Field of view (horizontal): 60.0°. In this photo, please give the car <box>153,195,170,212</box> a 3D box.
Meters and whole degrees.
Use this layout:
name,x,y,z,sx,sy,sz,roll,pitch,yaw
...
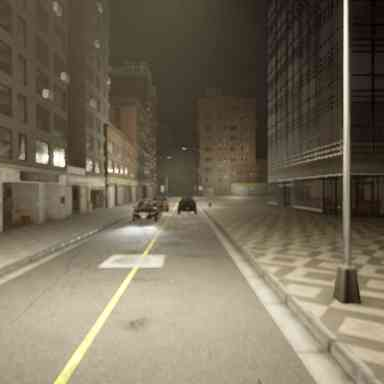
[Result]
name,x,y,z,sx,sy,sz,roll,pitch,yaw
car,-3.596,1.234,36.832,2.097,1.767,4.553,0,0,-1

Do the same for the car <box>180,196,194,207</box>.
name,x,y,z,sx,sy,sz,roll,pitch,yaw
car,-0.724,1.321,46.808,1.812,1.442,4.674,0,1,-1

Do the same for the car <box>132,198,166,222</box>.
name,x,y,z,sx,sy,sz,roll,pitch,yaw
car,-3.409,1.451,25.607,2.128,1.511,4.902,0,0,-1

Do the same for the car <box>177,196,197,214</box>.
name,x,y,z,sx,sy,sz,roll,pitch,yaw
car,-0.487,1.369,33.926,1.882,1.535,5.008,0,0,-1
